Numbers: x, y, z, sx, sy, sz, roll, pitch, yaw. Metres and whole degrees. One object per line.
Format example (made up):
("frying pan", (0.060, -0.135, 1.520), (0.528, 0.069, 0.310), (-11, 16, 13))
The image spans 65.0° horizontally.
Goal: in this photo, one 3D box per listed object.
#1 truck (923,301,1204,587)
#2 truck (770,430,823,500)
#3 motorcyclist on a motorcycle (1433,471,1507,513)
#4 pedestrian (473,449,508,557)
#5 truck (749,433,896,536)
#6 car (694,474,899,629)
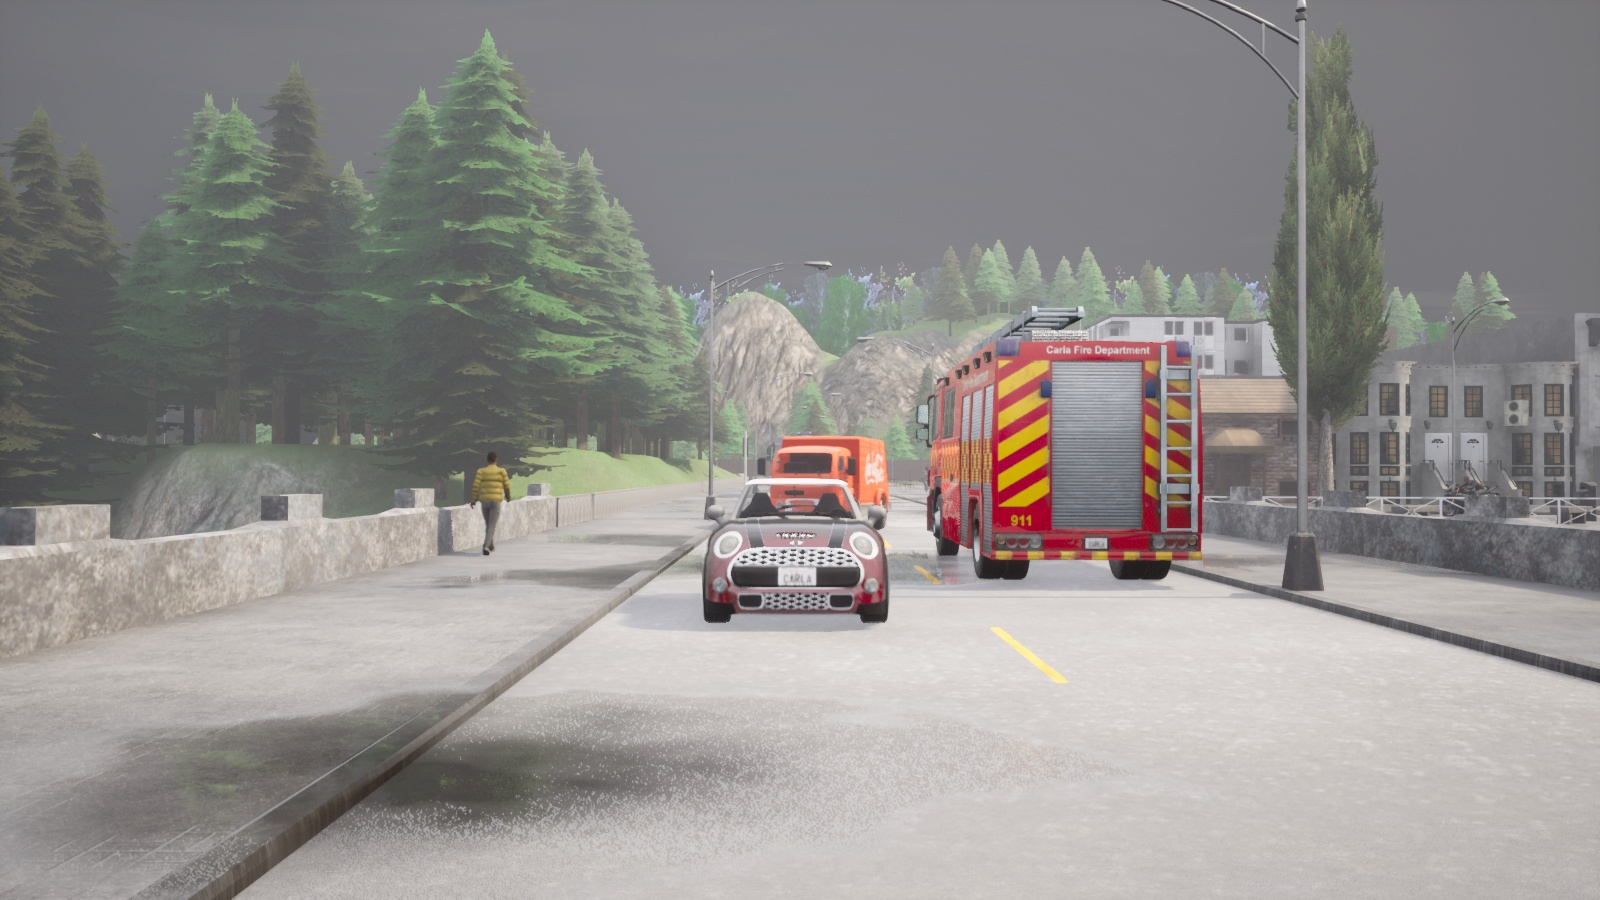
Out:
("truck", (3.942, -0.013, 21.061), (2.891, 3.827, 8.468), (0, -1, 0))
("truck", (-0.187, 0.879, 73.456), (2.891, 3.827, 8.468), (0, -1, 0))
("motorcyclist on a motorcycle", (24.408, 1.519, 45.770), (2.191, 1.530, 0.866), (0, -1, 0))
("pedestrian", (-5.341, 0.909, 21.691), (0.431, 1.840, 0.709), (0, -1, -1))
("truck", (0.706, 0.875, 32.825), (2.627, 2.467, 5.204), (-1, -1, 15))
("car", (-0.036, 1.015, 14.000), (1.970, 1.475, 3.806), (0, -1, 0))
